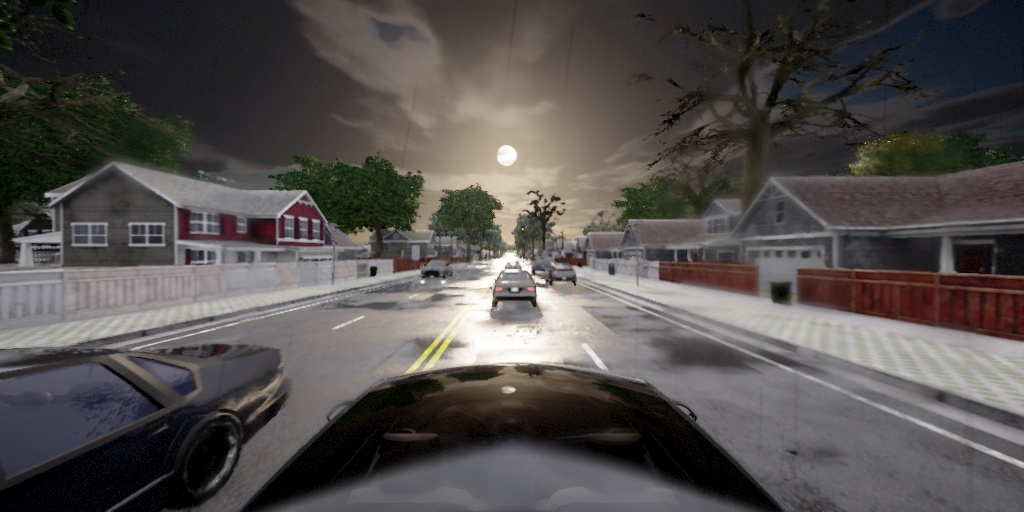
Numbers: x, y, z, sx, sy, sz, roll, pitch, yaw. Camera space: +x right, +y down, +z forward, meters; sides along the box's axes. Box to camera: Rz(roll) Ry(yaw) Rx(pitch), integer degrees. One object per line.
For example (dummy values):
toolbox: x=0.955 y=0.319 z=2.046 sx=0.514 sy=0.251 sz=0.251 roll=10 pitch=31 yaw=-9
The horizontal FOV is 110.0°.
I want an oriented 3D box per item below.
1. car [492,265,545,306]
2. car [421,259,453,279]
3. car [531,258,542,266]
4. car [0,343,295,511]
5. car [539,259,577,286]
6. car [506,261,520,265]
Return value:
car: x=0.104 y=1.288 z=15.760 sx=2.033 sy=1.411 sz=5.357 roll=0 pitch=0 yaw=0
car: x=-6.530 y=1.079 z=31.568 sx=2.097 sy=1.767 sz=4.553 roll=0 pitch=0 yaw=1
car: x=3.327 y=1.072 z=41.741 sx=2.097 sy=1.767 sz=4.553 roll=0 pitch=0 yaw=0
car: x=-3.351 y=1.297 z=1.626 sx=2.033 sy=1.411 sz=5.357 roll=0 pitch=0 yaw=0
car: x=3.357 y=1.226 z=25.424 sx=2.128 sy=1.511 sz=4.902 roll=0 pitch=0 yaw=0
car: x=0.111 y=1.271 z=37.726 sx=2.033 sy=1.411 sz=5.357 roll=0 pitch=0 yaw=0
